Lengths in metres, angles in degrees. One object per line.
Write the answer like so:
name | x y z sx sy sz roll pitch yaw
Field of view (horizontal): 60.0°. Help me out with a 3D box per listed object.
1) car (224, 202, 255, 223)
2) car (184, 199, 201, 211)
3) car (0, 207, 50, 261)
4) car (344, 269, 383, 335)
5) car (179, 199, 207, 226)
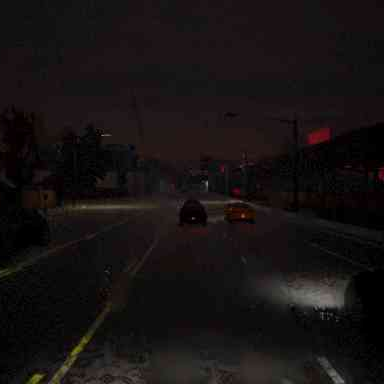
car | 3.577 1.536 25.818 1.882 1.535 5.008 0 0 0
car | 0.060 1.552 41.107 1.994 1.385 4.181 0 0 0
car | -7.111 1.393 12.329 2.097 1.767 4.553 0 0 0
car | 3.594 1.539 3.942 1.812 1.442 4.674 0 0 0
car | 0.078 1.538 23.941 1.882 1.535 5.008 0 0 0
